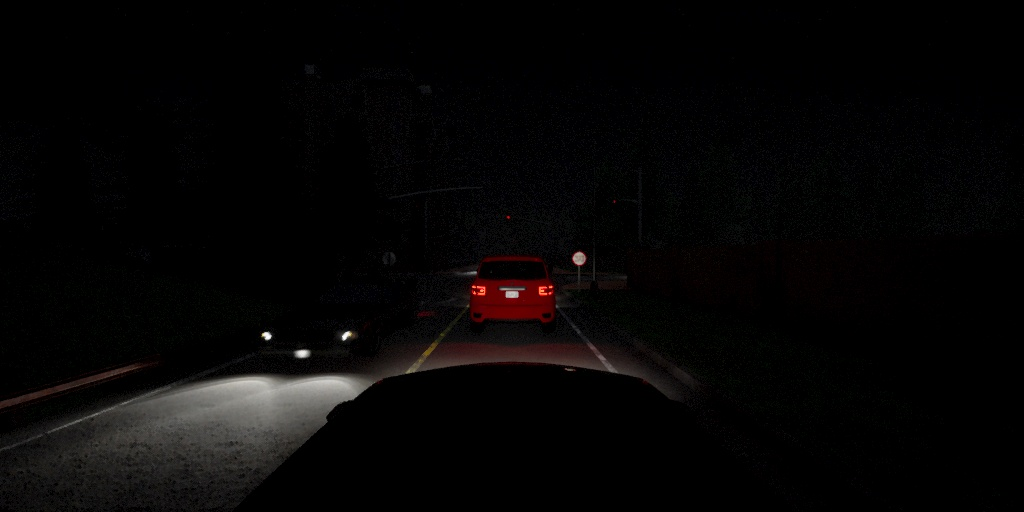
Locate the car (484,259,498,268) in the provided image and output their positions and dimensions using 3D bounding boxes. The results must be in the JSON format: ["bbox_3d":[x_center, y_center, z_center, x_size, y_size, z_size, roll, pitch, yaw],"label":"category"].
[{"bbox_3d":[-3.516,1.297,60.677,2.033,1.411,5.357,0,0,0],"label":"car"}]

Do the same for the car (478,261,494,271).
[{"bbox_3d":[-3.550,1.351,50.041,1.895,1.301,4.718,0,0,0],"label":"car"}]

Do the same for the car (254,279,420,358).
[{"bbox_3d":[-3.663,1.297,8.825,2.033,1.411,5.357,0,0,-1],"label":"car"}]

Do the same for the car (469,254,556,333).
[{"bbox_3d":[0.051,0.971,10.871,2.150,2.045,5.566,0,0,1],"label":"car"}]
